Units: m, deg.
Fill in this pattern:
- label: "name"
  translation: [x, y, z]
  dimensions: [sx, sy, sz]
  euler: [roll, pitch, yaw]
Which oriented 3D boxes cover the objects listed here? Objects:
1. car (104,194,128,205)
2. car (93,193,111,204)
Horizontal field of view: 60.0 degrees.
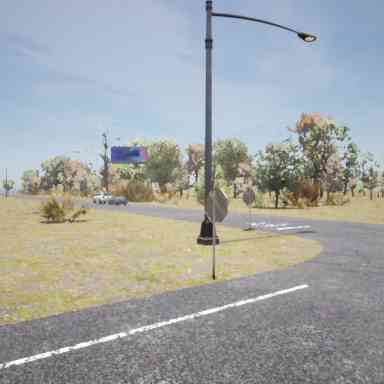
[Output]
- label: "car"
  translation: [-12.319, 1.451, 54.998]
  dimensions: [2.033, 1.411, 5.357]
  euler: [0, 0, -33]
- label: "car"
  translation: [-16.330, 1.112, 60.934]
  dimensions: [2.150, 2.045, 5.566]
  euler: [0, 0, -34]
